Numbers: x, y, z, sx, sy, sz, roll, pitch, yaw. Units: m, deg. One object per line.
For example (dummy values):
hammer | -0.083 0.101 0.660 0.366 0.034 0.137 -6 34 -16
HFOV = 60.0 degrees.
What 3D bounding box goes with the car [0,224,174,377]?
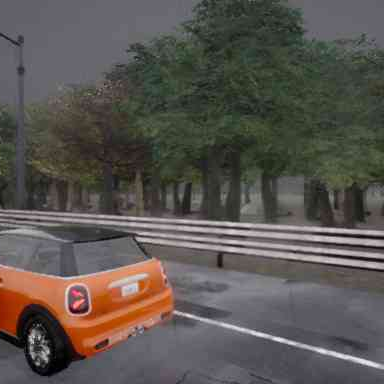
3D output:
car | -2.577 1.367 5.816 4.553 1.767 2.097 0 0 36
